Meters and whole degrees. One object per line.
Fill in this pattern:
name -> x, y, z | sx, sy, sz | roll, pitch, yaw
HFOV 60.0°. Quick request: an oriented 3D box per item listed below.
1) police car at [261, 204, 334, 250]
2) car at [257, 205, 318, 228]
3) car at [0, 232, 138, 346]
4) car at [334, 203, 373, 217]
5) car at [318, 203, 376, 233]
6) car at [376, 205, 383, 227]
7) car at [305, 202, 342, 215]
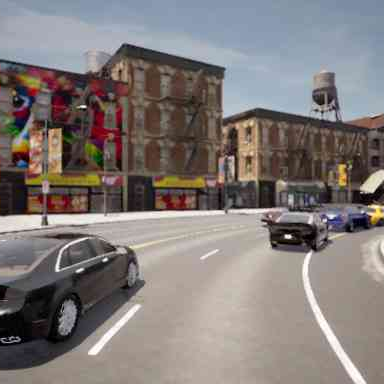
police car -> 5.074, 1.584, 15.395 | 1.930, 1.638, 5.238 | 0, -1, 30
car -> 7.390, 1.805, 25.305 | 5.357, 1.411, 2.033 | 1, -1, -44
car -> -2.570, 1.563, 6.623 | 1.837, 1.490, 4.892 | -1, -1, 10
car -> 18.019, 1.957, 37.049 | 4.181, 1.385, 1.994 | 0, -1, -31
car -> 10.012, 1.582, 21.815 | 4.553, 1.767, 2.097 | 1, -1, -45
car -> 13.990, 1.727, 25.119 | 5.366, 1.575, 1.801 | 1, -1, -35
car -> 15.740, 1.978, 39.767 | 4.181, 1.385, 1.994 | 0, -1, -31
